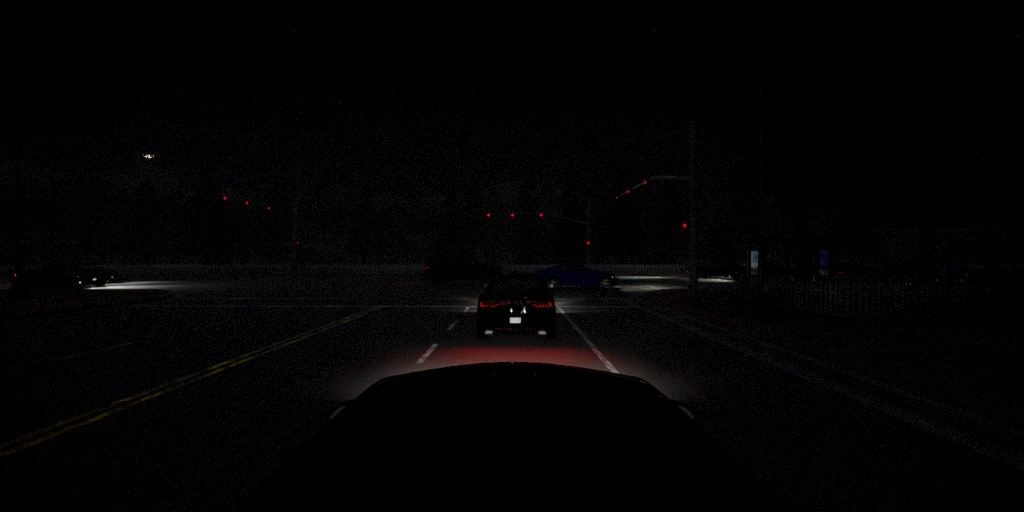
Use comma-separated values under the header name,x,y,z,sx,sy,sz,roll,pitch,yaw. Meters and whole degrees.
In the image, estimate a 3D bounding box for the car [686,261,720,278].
name,x,y,z,sx,sy,sz,roll,pitch,yaw
car,18.417,1.186,32.487,4.902,1.511,2.128,0,0,1

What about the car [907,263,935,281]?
name,x,y,z,sx,sy,sz,roll,pitch,yaw
car,29.988,1.172,28.739,5.008,1.535,1.882,0,0,3

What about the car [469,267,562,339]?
name,x,y,z,sx,sy,sz,roll,pitch,yaw
car,0.173,1.228,10.149,1.882,1.535,5.008,0,0,2

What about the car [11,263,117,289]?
name,x,y,z,sx,sy,sz,roll,pitch,yaw
car,-27.661,1.258,22.054,4.181,1.385,1.994,0,0,0

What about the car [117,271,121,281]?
name,x,y,z,sx,sy,sz,roll,pitch,yaw
car,-30.823,1.220,25.548,4.674,1.442,1.812,0,0,0

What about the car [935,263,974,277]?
name,x,y,z,sx,sy,sz,roll,pitch,yaw
car,37.672,1.295,31.591,4.718,1.301,1.895,0,0,9

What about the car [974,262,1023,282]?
name,x,y,z,sx,sy,sz,roll,pitch,yaw
car,39.925,1.172,27.570,5.008,1.535,1.882,0,0,14

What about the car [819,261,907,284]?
name,x,y,z,sx,sy,sz,roll,pitch,yaw
car,24.515,1.258,25.282,4.181,1.385,1.994,0,0,0

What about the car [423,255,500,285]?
name,x,y,z,sx,sy,sz,roll,pitch,yaw
car,-3.443,0.942,25.430,5.566,2.045,2.150,0,0,1

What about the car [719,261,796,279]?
name,x,y,z,sx,sy,sz,roll,pitch,yaw
car,20.235,1.242,29.010,5.357,1.411,2.033,0,0,-1

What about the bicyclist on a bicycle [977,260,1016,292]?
name,x,y,z,sx,sy,sz,roll,pitch,yaw
bicyclist on a bicycle,22.821,0.995,17.011,0.582,1.620,1.656,0,0,0

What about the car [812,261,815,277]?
name,x,y,z,sx,sy,sz,roll,pitch,yaw
car,27.748,1.186,32.309,4.902,1.511,2.128,0,0,2

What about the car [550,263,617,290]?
name,x,y,z,sx,sy,sz,roll,pitch,yaw
car,3.842,1.200,21.898,5.008,1.535,1.882,0,0,0
